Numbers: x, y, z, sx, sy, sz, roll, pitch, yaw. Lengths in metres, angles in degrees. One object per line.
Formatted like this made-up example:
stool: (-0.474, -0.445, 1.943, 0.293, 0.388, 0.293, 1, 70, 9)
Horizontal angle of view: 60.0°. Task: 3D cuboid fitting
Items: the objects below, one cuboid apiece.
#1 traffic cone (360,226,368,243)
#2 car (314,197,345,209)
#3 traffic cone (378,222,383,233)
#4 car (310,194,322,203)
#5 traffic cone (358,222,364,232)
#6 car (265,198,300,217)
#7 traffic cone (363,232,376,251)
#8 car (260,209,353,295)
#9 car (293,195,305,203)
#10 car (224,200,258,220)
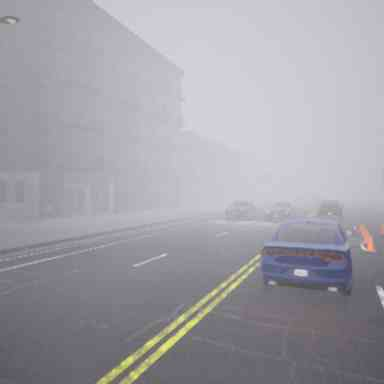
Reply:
traffic cone: (7.494, 1.890, 14.262, 0.340, 0.580, 0.340, 0, 0, 24)
car: (11.530, 1.398, 27.724, 1.837, 1.490, 4.892, 0, 0, 24)
traffic cone: (10.030, 1.872, 17.513, 0.340, 0.580, 0.340, 0, 0, 24)
car: (23.881, 1.158, 63.831, 2.097, 1.767, 4.553, 0, 0, 24)
traffic cone: (8.305, 1.883, 16.090, 0.340, 0.580, 0.340, 0, 0, 24)
car: (6.996, 1.445, 26.008, 1.812, 1.442, 4.674, 0, 0, 24)
traffic cone: (6.683, 1.897, 12.434, 0.340, 0.580, 0.340, 0, 0, 24)
car: (3.162, 1.443, 8.869, 1.882, 1.535, 5.008, 0, 0, 24)
car: (21.033, 1.314, 65.422, 1.837, 1.490, 4.892, 0, 0, 24)
car: (4.139, 1.436, 27.583, 1.837, 1.490, 4.892, 0, 0, 24)
